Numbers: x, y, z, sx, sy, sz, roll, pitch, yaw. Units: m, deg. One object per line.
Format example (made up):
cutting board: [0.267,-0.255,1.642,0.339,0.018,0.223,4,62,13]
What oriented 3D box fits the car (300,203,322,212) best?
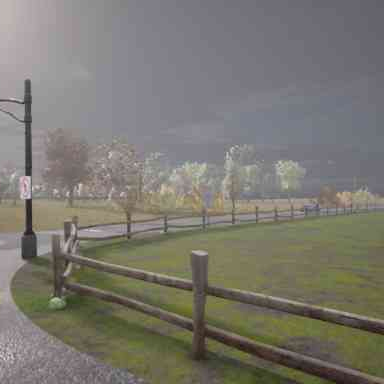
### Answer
car: [18.978,2.460,52.920,2.033,1.411,5.357,-1,-2,40]
